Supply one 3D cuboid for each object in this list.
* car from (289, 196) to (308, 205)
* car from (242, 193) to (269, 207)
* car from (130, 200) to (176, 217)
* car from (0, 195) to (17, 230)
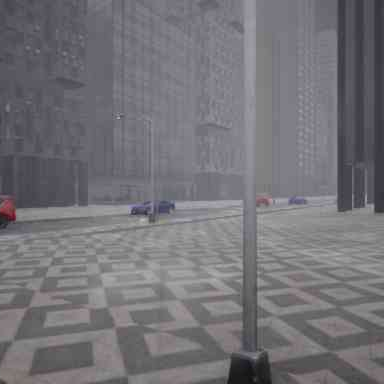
[{"bbox_3d":[17.618,1.400,55.102,1.882,1.535,5.008,0,0,36],"label":"car"},{"bbox_3d":[9.552,1.159,49.341,2.150,2.045,5.566,0,0,36],"label":"car"},{"bbox_3d":[-3.625,1.442,31.465,1.882,1.535,5.008,0,1,36],"label":"car"},{"bbox_3d":[-12.830,1.205,18.608,2.150,2.045,5.566,0,0,33],"label":"car"}]
